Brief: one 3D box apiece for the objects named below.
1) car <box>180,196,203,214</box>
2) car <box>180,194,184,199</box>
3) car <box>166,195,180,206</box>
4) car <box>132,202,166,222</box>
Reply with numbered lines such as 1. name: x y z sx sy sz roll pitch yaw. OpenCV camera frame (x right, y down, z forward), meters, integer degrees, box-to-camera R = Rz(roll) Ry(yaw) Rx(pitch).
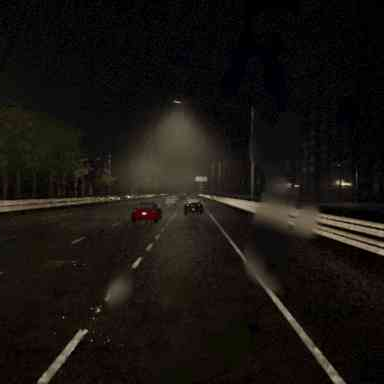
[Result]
1. car: 0.172 1.488 35.191 2.128 1.511 4.902 0 0 0
2. car: -3.487 1.576 74.589 2.033 1.411 5.357 0 0 0
3. car: -3.443 1.524 56.004 1.812 1.442 4.674 0 0 0
4. car: -3.442 1.539 26.021 1.994 1.385 4.181 0 0 0
